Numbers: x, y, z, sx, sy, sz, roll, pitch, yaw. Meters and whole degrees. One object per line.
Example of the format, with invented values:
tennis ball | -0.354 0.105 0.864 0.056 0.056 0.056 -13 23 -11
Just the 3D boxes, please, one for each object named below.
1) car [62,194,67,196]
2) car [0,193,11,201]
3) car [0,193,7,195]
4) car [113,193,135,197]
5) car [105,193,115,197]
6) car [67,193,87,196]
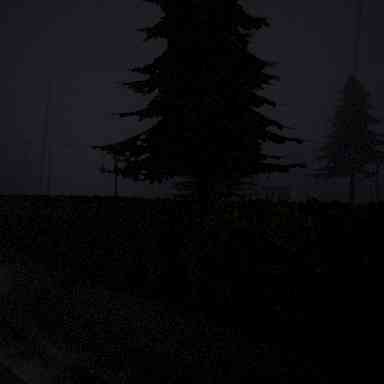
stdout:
car | -31.941 1.232 85.969 3.806 1.475 1.970 0 0 -45
car | -41.799 1.097 71.665 4.605 1.855 1.932 0 0 -45
car | -23.747 1.331 41.312 5.027 1.636 2.152 0 0 -45
car | -10.341 1.384 54.301 3.806 1.475 1.970 0 0 -45
car | -15.901 1.097 70.723 4.605 1.855 1.932 0 0 -45
car | -27.208 1.154 81.623 5.027 1.636 2.152 0 0 -45
